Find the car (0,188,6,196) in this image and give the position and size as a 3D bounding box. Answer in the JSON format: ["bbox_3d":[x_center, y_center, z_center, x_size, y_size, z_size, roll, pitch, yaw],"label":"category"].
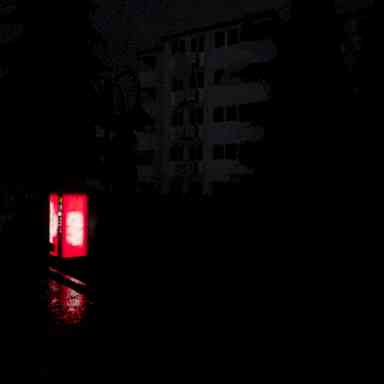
[{"bbox_3d":[-38.300,-0.075,66.131,1.837,1.490,4.892,1,1,-22],"label":"car"}]

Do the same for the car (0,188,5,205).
[{"bbox_3d":[-23.107,0.652,38.250,2.097,1.767,4.553,1,1,-22],"label":"car"}]

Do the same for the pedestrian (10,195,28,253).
[{"bbox_3d":[-5.389,0.965,10.438,0.375,1.860,0.375,0,1,-39],"label":"pedestrian"}]

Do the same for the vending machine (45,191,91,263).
[{"bbox_3d":[-3.887,1.040,10.460,1.100,2.100,0.880,0,1,-40],"label":"vending machine"}]
